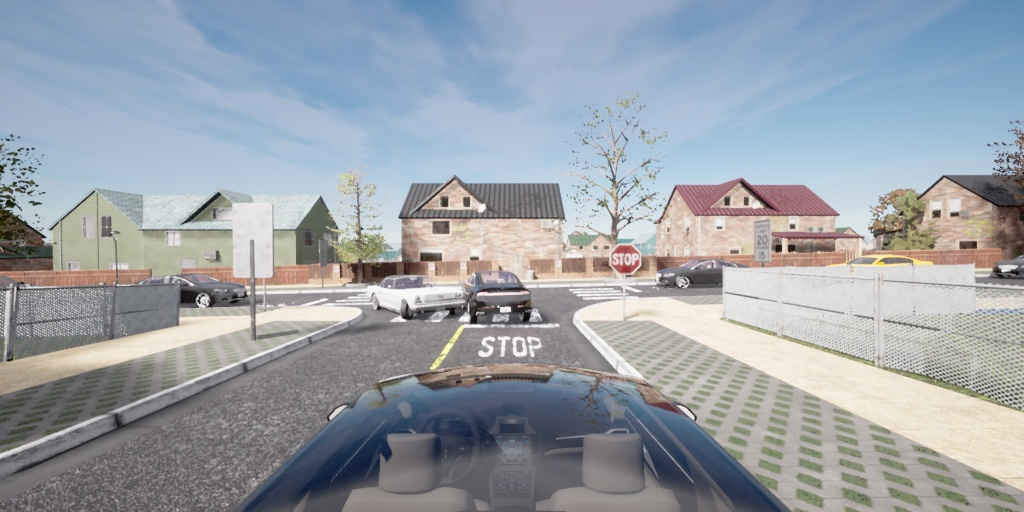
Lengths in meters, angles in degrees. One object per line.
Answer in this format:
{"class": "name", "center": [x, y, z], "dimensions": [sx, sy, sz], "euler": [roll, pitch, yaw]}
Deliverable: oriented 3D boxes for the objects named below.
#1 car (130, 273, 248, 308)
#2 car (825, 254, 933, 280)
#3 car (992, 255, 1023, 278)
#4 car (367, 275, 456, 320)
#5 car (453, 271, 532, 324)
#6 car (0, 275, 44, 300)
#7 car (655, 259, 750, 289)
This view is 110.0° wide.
{"class": "car", "center": [-14.895, 1.565, 16.439], "dimensions": [4.902, 1.511, 2.128], "euler": [-1, 1, 0]}
{"class": "car", "center": [19.769, 0.689, 19.514], "dimensions": [5.008, 1.535, 1.882], "euler": [-1, 1, -1]}
{"class": "car", "center": [29.393, 0.477, 19.546], "dimensions": [4.902, 1.511, 2.128], "euler": [-1, 1, 0]}
{"class": "car", "center": [-3.597, 1.367, 12.938], "dimensions": [1.895, 1.301, 4.718], "euler": [0, 0, -38]}
{"class": "car", "center": [-0.680, 1.242, 12.078], "dimensions": [2.128, 1.511, 4.902], "euler": [0, 0, -12]}
{"class": "car", "center": [-24.233, 1.646, 16.402], "dimensions": [4.553, 1.767, 2.097], "euler": [-1, 1, 0]}
{"class": "car", "center": [10.339, 0.924, 19.481], "dimensions": [4.902, 1.511, 2.128], "euler": [-1, 1, 0]}
